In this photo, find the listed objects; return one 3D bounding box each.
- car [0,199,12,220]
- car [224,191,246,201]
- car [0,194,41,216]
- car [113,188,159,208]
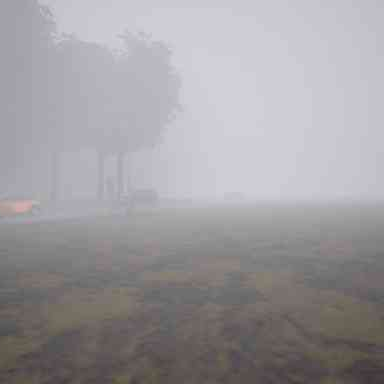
[{"bbox_3d":[-13.886,1.335,20.112,1.895,1.301,4.718,1,2,30],"label":"car"},{"bbox_3d":[6.969,0.565,53.798,1.837,1.490,4.892,1,1,36],"label":"car"},{"bbox_3d":[-13.844,0.968,24.895,2.097,1.767,4.553,1,2,36],"label":"car"},{"bbox_3d":[-5.921,0.591,35.943,2.150,2.045,5.566,1,3,36],"label":"car"}]
